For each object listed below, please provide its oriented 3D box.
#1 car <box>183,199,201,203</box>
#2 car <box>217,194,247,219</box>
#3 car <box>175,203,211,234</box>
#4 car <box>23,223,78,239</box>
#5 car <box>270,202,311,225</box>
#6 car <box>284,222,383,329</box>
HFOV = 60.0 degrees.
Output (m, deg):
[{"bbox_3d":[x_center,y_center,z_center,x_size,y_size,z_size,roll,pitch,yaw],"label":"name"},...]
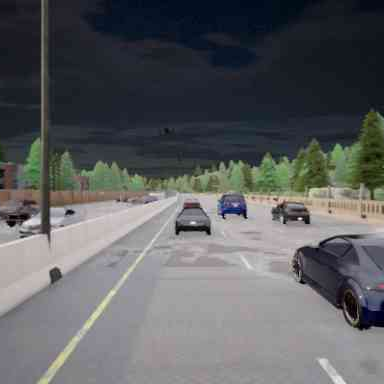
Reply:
[{"bbox_3d":[-0.001,1.480,36.832,1.882,1.535,5.008,0,0,0],"label":"car"},{"bbox_3d":[3.520,1.220,29.598,2.150,2.045,5.566,0,0,0],"label":"car"},{"bbox_3d":[0.047,1.562,19.200,1.994,1.385,4.181,0,0,0],"label":"car"},{"bbox_3d":[-7.145,1.533,17.420,1.812,1.442,4.674,0,0,0],"label":"car"},{"bbox_3d":[7.036,1.500,24.109,1.837,1.490,4.892,0,0,0],"label":"car"},{"bbox_3d":[3.564,1.561,6.921,1.994,1.385,4.181,0,0,0],"label":"car"}]
